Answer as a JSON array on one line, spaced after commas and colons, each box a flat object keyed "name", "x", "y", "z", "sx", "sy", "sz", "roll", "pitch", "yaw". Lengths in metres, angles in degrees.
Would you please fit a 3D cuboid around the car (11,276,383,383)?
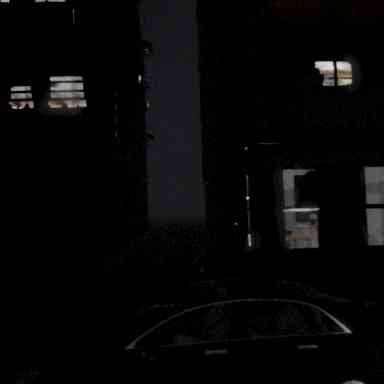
[{"name": "car", "x": 0.252, "y": 1.748, "z": 3.941, "sx": 4.403, "sy": 1.369, "sz": 2.008, "roll": -1, "pitch": -3, "yaw": -2}]
